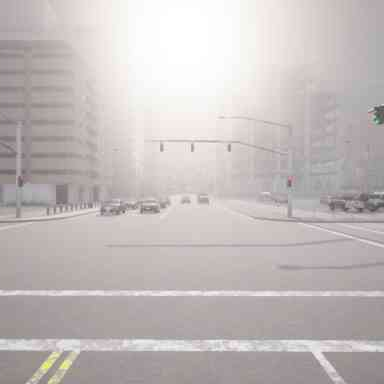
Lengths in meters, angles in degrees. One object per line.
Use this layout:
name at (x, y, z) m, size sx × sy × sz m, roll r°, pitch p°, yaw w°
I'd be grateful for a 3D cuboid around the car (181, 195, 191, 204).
car at (-1.233, 1.601, 65.383) m, size 1.895 × 1.301 × 4.718 m, roll 0°, pitch 0°, yaw 0°

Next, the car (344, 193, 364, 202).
car at (33.352, 1.153, 68.490) m, size 1.932 × 1.855 × 4.605 m, roll 0°, pitch 0°, yaw 0°

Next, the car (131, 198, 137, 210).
car at (-8.138, 1.526, 43.434) m, size 1.812 × 1.442 × 4.674 m, roll 0°, pitch 0°, yaw 0°

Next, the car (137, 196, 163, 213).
car at (-4.590, 1.505, 36.910) m, size 1.837 × 1.490 × 4.892 m, roll 0°, pitch 0°, yaw 0°

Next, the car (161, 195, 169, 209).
car at (-4.666, 1.352, 46.053) m, size 2.097 × 1.767 × 4.553 m, roll 0°, pitch 0°, yaw -1°

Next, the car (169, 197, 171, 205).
car at (-4.746, 1.352, 57.519) m, size 2.097 × 1.767 × 4.553 m, roll 0°, pitch 0°, yaw 0°

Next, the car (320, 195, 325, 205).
car at (22.081, 1.395, 53.281) m, size 1.970 × 1.475 × 3.806 m, roll 0°, pitch 0°, yaw 0°

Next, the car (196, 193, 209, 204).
car at (2.273, 1.478, 64.710) m, size 1.882 × 1.535 × 5.008 m, roll 0°, pitch 0°, yaw 0°

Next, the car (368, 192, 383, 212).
car at (19.463, 1.156, 35.801) m, size 1.905 × 1.878 × 3.866 m, roll 0°, pitch 0°, yaw 0°

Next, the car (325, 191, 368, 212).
car at (16.569, 1.153, 35.841) m, size 1.932 × 1.855 × 4.605 m, roll 0°, pitch 0°, yaw 0°

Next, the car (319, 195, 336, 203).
car at (27.773, 1.395, 68.412) m, size 1.970 × 1.475 × 3.806 m, roll 0°, pitch 0°, yaw 0°

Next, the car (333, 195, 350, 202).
car at (30.669, 1.364, 68.426) m, size 1.784 × 1.438 × 3.905 m, roll 0°, pitch 0°, yaw 0°

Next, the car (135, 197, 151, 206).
car at (-8.239, 1.564, 56.087) m, size 1.994 × 1.385 × 4.181 m, roll 0°, pitch 0°, yaw 0°

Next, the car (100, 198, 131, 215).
car at (-8.067, 1.491, 34.285) m, size 2.128 × 1.511 × 4.902 m, roll 0°, pitch 0°, yaw 0°

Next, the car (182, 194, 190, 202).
car at (-1.311, 1.304, 74.454) m, size 1.882 × 1.535 × 5.008 m, roll 0°, pitch 0°, yaw 0°
